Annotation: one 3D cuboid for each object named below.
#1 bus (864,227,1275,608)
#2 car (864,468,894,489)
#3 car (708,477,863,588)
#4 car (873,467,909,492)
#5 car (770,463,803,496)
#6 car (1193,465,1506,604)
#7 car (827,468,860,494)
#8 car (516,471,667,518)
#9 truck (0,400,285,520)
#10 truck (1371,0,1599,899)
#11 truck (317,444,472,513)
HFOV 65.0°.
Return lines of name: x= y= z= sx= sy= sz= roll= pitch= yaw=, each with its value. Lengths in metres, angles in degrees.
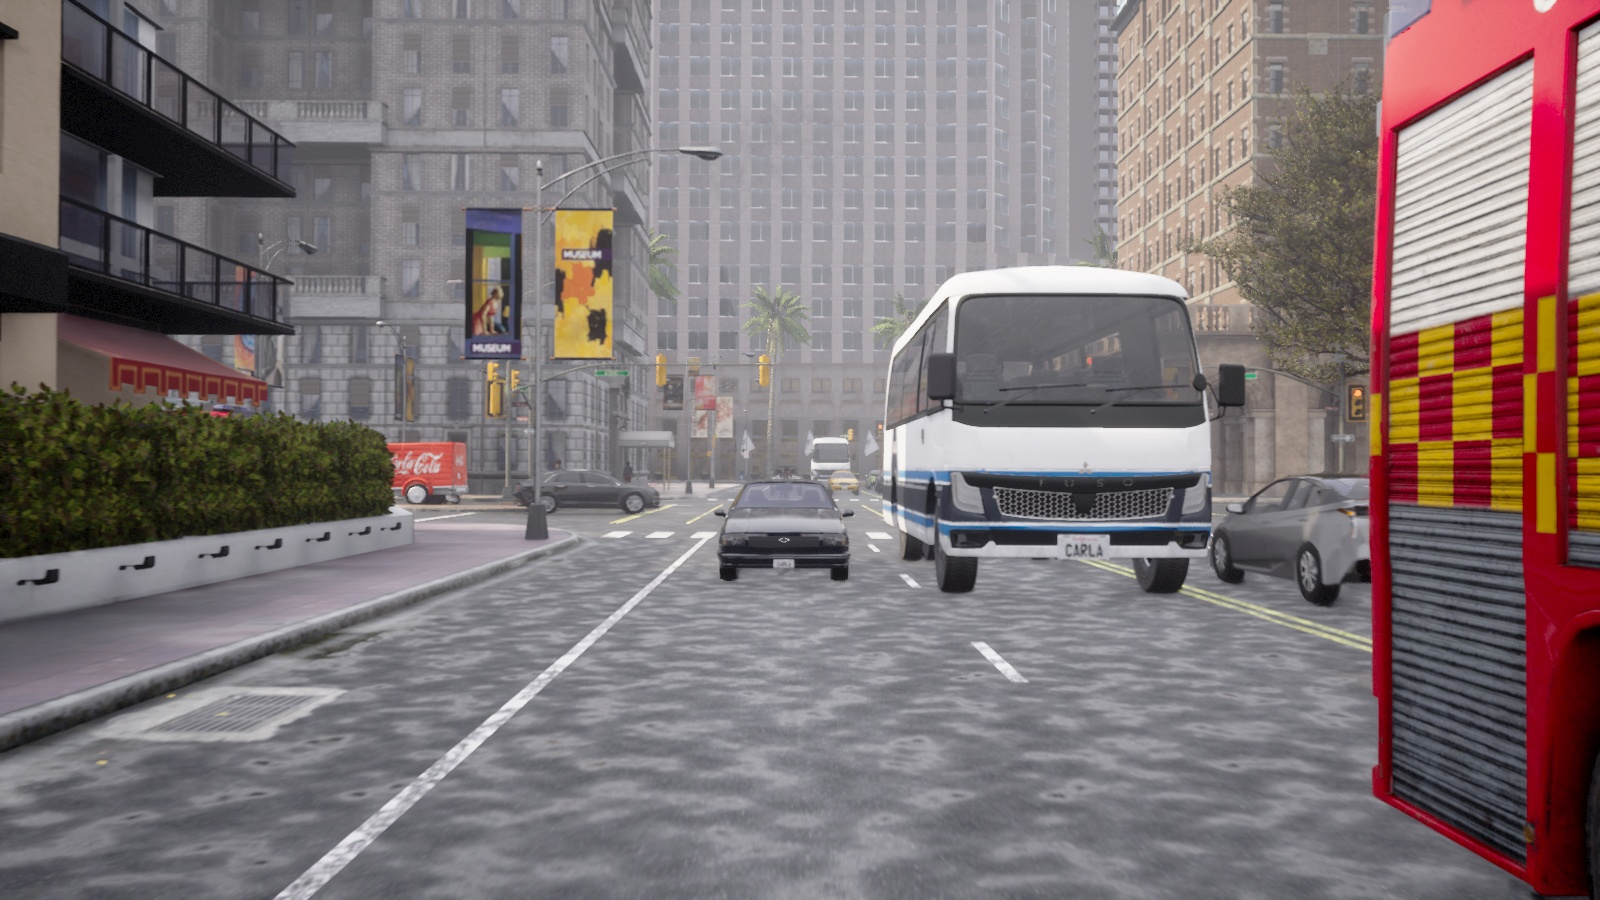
bus: x=3.271 y=-0.293 z=19.170 sx=3.944 sy=4.253 sz=10.273 roll=0 pitch=-1 yaw=-1
car: x=6.122 y=2.192 z=97.602 sx=2.007 sy=1.525 sz=4.514 roll=0 pitch=-1 yaw=0
car: x=-0.224 y=1.147 z=19.211 sx=2.033 sy=1.411 sz=5.357 roll=0 pitch=-1 yaw=-1
car: x=6.134 y=1.987 z=84.996 sx=2.033 sy=1.649 sz=4.856 roll=0 pitch=-1 yaw=0
car: x=-0.809 y=1.757 z=75.655 sx=1.932 sy=1.855 sz=4.605 roll=0 pitch=0 yaw=-1
car: x=6.807 y=0.973 z=16.198 sx=2.007 sy=1.525 sz=4.514 roll=0 pitch=-1 yaw=-1
car: x=2.671 y=1.897 z=77.470 sx=1.801 sy=1.575 sz=5.366 roll=0 pitch=-1 yaw=-1
car: x=-7.061 y=1.477 z=42.416 sx=4.892 sy=1.490 sz=1.837 roll=0 pitch=-1 yaw=-13
truck: x=-21.844 y=0.347 z=41.451 sx=8.468 sy=3.827 sz=2.891 roll=0 pitch=-1 yaw=0
truck: x=3.478 y=-0.365 z=0.172 sx=2.891 sy=3.827 sz=8.468 roll=0 pitch=-1 yaw=0
truck: x=-15.891 y=1.099 z=49.469 sx=5.204 sy=2.467 sz=2.627 roll=-2 pitch=-1 yaw=0
